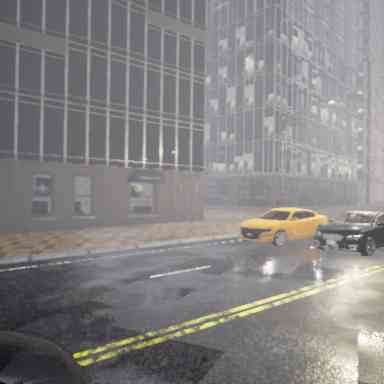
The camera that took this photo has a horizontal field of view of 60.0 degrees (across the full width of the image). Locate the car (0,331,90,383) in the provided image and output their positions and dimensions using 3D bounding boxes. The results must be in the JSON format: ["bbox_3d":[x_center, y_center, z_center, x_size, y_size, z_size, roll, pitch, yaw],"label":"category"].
[{"bbox_3d":[-2.896,1.501,1.451,4.902,1.511,2.128,0,0,-35],"label":"car"}]

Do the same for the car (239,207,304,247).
[{"bbox_3d":[4.292,1.469,15.241,5.008,1.535,1.882,0,0,-39],"label":"car"}]

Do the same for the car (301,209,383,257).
[{"bbox_3d":[6.717,1.479,13.026,4.902,1.511,2.128,0,0,-39],"label":"car"}]
